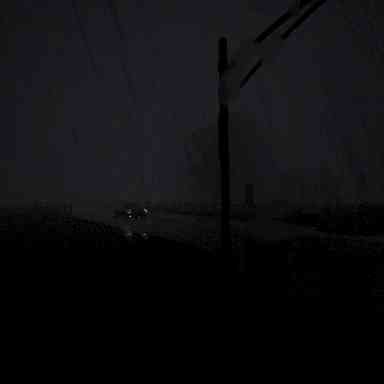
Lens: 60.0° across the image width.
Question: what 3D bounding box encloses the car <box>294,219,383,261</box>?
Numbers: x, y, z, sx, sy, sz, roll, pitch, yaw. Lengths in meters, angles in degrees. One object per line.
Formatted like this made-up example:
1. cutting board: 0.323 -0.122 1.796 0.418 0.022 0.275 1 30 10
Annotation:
1. car: 6.081 1.684 11.837 1.895 1.301 4.718 -1 0 -31

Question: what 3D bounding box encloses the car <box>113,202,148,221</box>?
1. car: -5.907 1.737 31.747 2.097 1.767 4.553 -1 0 -31
